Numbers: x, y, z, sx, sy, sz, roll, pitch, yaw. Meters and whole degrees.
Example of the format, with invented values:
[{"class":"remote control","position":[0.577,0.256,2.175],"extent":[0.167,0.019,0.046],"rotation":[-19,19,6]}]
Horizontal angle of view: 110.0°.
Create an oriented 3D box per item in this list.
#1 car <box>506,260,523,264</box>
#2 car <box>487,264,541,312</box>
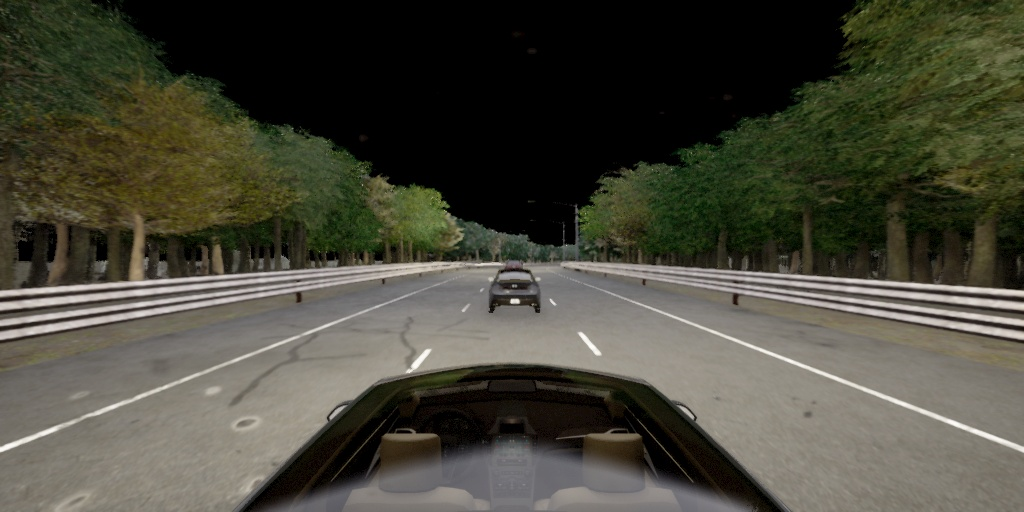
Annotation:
[{"class":"car","position":[0.289,1.260,43.876],"extent":[2.097,1.767,4.553],"rotation":[0,-1,2]},{"class":"car","position":[0.097,1.234,14.062],"extent":[1.837,1.490,4.892],"rotation":[0,0,0]}]
